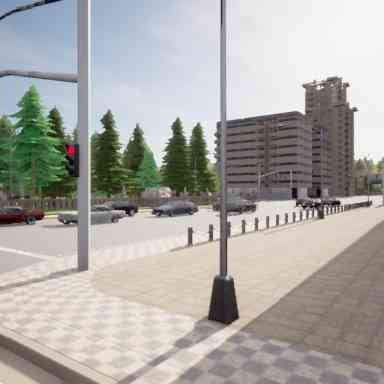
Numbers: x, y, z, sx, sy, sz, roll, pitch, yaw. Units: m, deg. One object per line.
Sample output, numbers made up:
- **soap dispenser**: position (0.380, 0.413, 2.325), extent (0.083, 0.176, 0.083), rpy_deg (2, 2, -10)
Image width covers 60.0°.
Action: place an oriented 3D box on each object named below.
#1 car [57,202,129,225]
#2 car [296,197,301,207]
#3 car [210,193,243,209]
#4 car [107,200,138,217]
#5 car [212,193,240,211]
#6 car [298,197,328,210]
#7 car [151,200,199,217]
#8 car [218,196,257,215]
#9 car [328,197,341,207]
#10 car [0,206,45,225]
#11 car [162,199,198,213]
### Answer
- **car**: position (-7.097, 1.611, 23.696), extent (1.895, 1.301, 4.718), rpy_deg (0, 0, 35)
- **car**: position (17.785, 1.512, 52.278), extent (1.837, 1.490, 4.892), rpy_deg (0, 0, 35)
- **car**: position (4.953, 1.233, 46.589), extent (2.150, 2.045, 5.566), rpy_deg (0, 0, 36)
- **car**: position (-7.039, 1.489, 29.814), extent (1.882, 1.535, 5.008), rpy_deg (0, 0, 36)
- **car**: position (4.307, 1.362, 39.694), extent (2.097, 1.767, 4.553), rpy_deg (0, 0, 36)
- **car**: position (16.001, 1.607, 43.737), extent (1.895, 1.301, 4.718), rpy_deg (0, 0, 35)
- **car**: position (-1.498, 1.557, 31.556), extent (2.033, 1.411, 5.357), rpy_deg (0, 0, 36)
- **car**: position (5.107, 1.499, 34.464), extent (2.128, 1.511, 4.902), rpy_deg (0, 0, 35)
- **car**: position (21.531, 1.553, 51.569), extent (2.033, 1.411, 5.357), rpy_deg (0, 0, 38)
- **car**: position (-12.521, 1.613, 22.193), extent (1.895, 1.301, 4.718), rpy_deg (0, 0, 37)
- **car**: position (-1.295, 1.576, 37.885), extent (1.994, 1.385, 4.181), rpy_deg (0, 0, 35)
